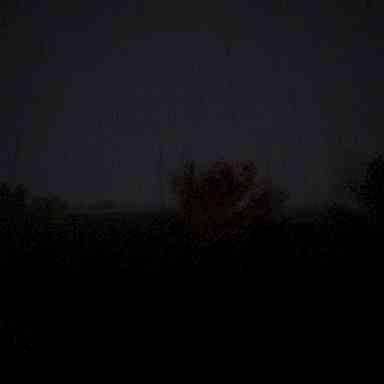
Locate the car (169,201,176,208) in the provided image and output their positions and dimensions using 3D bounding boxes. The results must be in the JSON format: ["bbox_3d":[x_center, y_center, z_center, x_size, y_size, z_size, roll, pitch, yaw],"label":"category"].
[{"bbox_3d":[-2.054,2.191,60.448,1.895,1.301,4.718,-1,-1,36],"label":"car"}]

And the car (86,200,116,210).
[{"bbox_3d":[-13.729,1.999,50.462,1.837,1.490,4.892,-1,-1,36],"label":"car"}]
